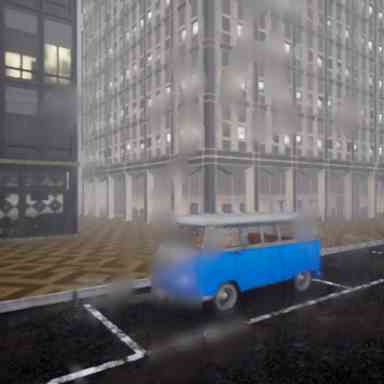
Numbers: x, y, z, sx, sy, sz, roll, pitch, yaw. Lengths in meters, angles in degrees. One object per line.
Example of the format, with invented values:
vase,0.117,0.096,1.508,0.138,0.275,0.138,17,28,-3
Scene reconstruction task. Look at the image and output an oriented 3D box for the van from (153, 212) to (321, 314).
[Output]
van,1.133,1.367,7.381,3.998,1.788,1.690,0,-1,-35
